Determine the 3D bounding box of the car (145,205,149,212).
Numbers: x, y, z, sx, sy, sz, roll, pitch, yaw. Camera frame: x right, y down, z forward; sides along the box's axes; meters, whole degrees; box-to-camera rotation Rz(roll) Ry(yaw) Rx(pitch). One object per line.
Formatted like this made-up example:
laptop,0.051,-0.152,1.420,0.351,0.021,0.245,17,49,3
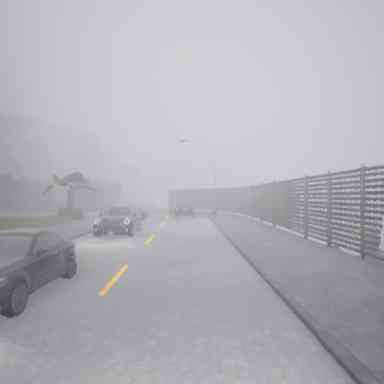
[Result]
car,-4.265,1.481,24.402,1.994,1.385,4.181,0,-1,-1

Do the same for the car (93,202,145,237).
car,-4.309,1.606,19.747,2.097,1.767,4.553,0,-1,-1

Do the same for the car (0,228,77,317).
car,-4.176,1.629,7.827,1.812,1.442,4.674,0,-1,-1

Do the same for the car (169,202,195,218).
car,-1.144,1.805,35.402,2.097,1.767,4.553,0,-1,-13

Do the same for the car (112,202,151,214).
car,-7.882,2.082,43.314,4.674,1.442,1.812,0,-1,22
